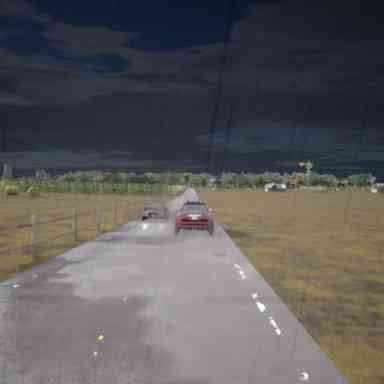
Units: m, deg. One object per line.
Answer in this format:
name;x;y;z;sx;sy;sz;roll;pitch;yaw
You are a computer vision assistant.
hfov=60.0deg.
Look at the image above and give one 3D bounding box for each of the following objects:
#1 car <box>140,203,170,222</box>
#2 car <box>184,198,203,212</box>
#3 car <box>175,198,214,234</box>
car;-2.808;1.543;26.199;1.994;1.385;4.181;1;0;0
car;0.151;1.488;39.797;2.128;1.511;4.902;1;0;0
car;0.129;1.369;19.389;2.097;1.767;4.553;1;0;0
